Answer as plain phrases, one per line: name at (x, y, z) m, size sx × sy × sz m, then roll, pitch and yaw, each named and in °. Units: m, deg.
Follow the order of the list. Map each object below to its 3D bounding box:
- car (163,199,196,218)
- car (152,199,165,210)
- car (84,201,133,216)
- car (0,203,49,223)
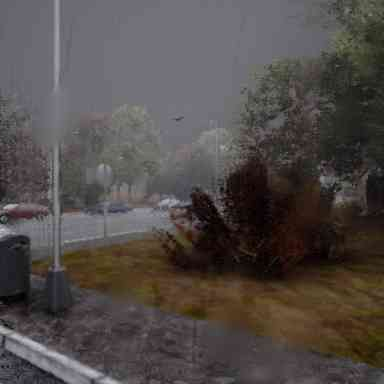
car at (0.086, 1.520, 27.716) m, size 2.128 × 1.511 × 4.902 m, roll 0°, pitch 0°, yaw 32°
car at (-3.123, 1.576, 42.639) m, size 1.812 × 1.442 × 4.674 m, roll 0°, pitch 0°, yaw 32°
car at (-8.433, 1.597, 34.253) m, size 2.033 × 1.411 × 5.357 m, roll 0°, pitch 0°, yaw 32°
car at (-13.577, 1.574, 26.069) m, size 1.812 × 1.442 × 4.674 m, roll 0°, pitch 0°, yaw 32°
